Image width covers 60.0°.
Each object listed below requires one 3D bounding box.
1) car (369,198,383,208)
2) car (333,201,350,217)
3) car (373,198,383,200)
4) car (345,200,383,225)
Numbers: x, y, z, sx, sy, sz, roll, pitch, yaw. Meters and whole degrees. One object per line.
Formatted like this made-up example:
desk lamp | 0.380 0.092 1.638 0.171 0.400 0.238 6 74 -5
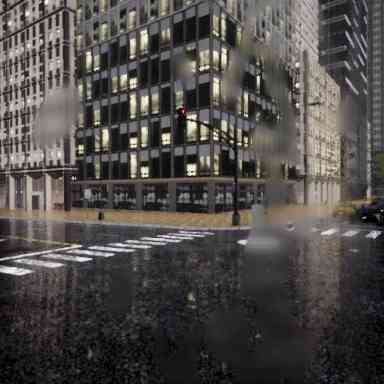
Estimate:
car | 27.322 1.533 48.661 1.947 1.339 4.313 -1 0 36
car | 14.064 1.509 30.206 1.752 1.417 4.829 -1 0 36
car | 18.875 1.529 32.433 2.033 1.411 5.357 0 0 36
car | 12.725 1.551 23.901 1.994 1.385 4.181 0 0 36
